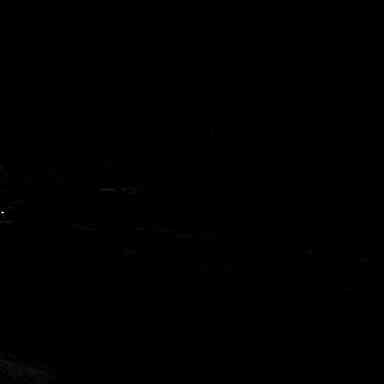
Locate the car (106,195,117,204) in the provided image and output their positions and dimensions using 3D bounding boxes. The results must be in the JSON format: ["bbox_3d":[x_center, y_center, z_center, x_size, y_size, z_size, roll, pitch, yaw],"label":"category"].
[{"bbox_3d":[-11.986,1.175,55.186,2.033,1.411,5.357,0,1,25],"label":"car"}]

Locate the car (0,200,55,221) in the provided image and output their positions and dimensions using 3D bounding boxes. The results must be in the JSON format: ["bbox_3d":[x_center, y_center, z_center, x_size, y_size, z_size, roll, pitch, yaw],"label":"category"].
[{"bbox_3d":[-13.304,1.413,26.655,1.837,1.490,4.892,0,1,24],"label":"car"}]

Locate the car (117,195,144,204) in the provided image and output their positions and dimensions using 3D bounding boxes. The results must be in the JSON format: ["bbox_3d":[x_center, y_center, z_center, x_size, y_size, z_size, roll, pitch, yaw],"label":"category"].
[{"bbox_3d":[-9.376,1.185,52.494,1.994,1.385,4.181,0,0,25],"label":"car"}]
